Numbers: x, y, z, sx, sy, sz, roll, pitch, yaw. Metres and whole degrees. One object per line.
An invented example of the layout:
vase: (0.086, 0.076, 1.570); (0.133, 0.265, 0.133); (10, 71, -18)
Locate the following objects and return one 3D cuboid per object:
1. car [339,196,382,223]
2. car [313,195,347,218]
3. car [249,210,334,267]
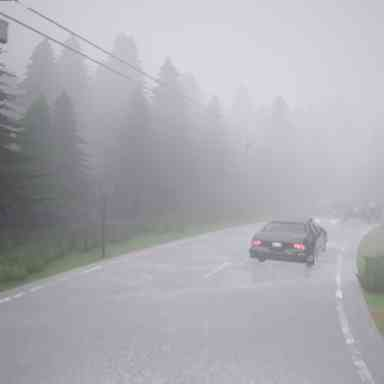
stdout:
car: (14.121, 1.477, 27.409); (2.097, 1.767, 4.553); (1, 0, 40)
car: (13.788, 1.334, 32.239); (2.150, 2.045, 5.566); (1, 0, 43)
car: (3.586, 1.570, 11.733); (2.033, 1.411, 5.357); (1, 0, 27)
